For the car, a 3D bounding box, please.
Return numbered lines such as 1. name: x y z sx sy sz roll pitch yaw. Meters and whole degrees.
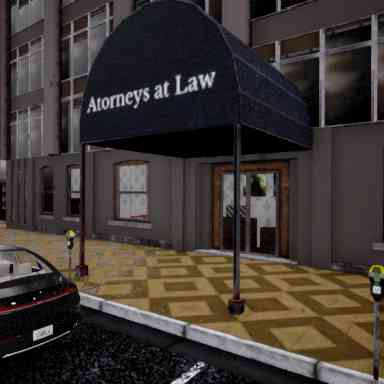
1. car: -3.663 1.550 5.493 4.403 1.369 2.008 0 0 36
